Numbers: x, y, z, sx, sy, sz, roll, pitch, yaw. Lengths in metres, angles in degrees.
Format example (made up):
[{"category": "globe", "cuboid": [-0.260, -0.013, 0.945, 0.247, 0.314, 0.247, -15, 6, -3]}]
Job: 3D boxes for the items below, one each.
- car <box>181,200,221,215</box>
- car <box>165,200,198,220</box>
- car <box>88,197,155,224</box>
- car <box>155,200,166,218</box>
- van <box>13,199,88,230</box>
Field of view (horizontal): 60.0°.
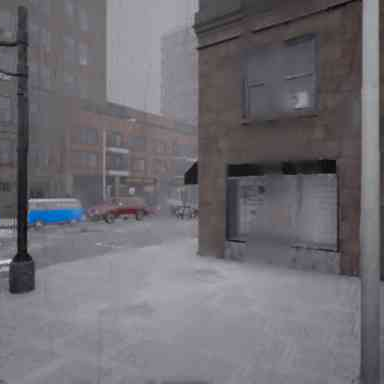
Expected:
[{"category": "car", "cuboid": [1.039, 1.542, 34.262, 1.887, 1.381, 4.507, 0, 0, 36]}, {"category": "car", "cuboid": [0.300, 1.490, 28.534, 2.128, 1.511, 4.902, 0, 0, 36]}, {"category": "car", "cuboid": [-5.522, 1.304, 25.195, 2.192, 1.841, 5.009, 0, 0, 36]}, {"category": "car", "cuboid": [-2.241, 1.433, 29.729, 1.967, 1.590, 4.097, 0, 0, 36]}, {"category": "van", "cuboid": [-8.802, 1.326, 20.662, 1.690, 1.788, 3.998, 0, 0, 36]}]
